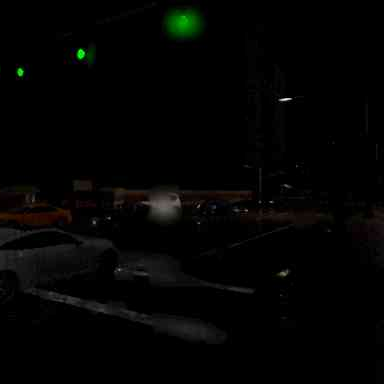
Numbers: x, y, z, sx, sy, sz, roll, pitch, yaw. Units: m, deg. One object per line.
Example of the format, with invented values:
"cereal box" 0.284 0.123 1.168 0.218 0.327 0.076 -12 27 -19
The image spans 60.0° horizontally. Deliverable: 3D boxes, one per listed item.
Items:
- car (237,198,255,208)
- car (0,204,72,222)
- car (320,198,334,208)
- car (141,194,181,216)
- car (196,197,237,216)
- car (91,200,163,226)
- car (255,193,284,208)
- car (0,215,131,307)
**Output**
"car" 7.999 1.590 48.687 1.895 1.301 4.718 0 0 31
"car" -9.420 1.470 19.372 1.882 1.535 5.008 0 0 31
"car" 19.944 1.565 48.241 1.994 1.385 4.181 0 0 31
"car" -3.123 1.214 30.030 2.150 2.045 5.566 0 0 31
"car" 2.252 1.344 32.241 2.097 1.767 4.553 0 0 30
"car" -4.328 1.485 21.112 2.128 1.511 4.902 0 0 31
"car" 11.057 1.341 46.984 2.097 1.767 4.553 0 0 31
"car" -3.803 1.532 8.045 1.812 1.442 4.674 0 0 31
